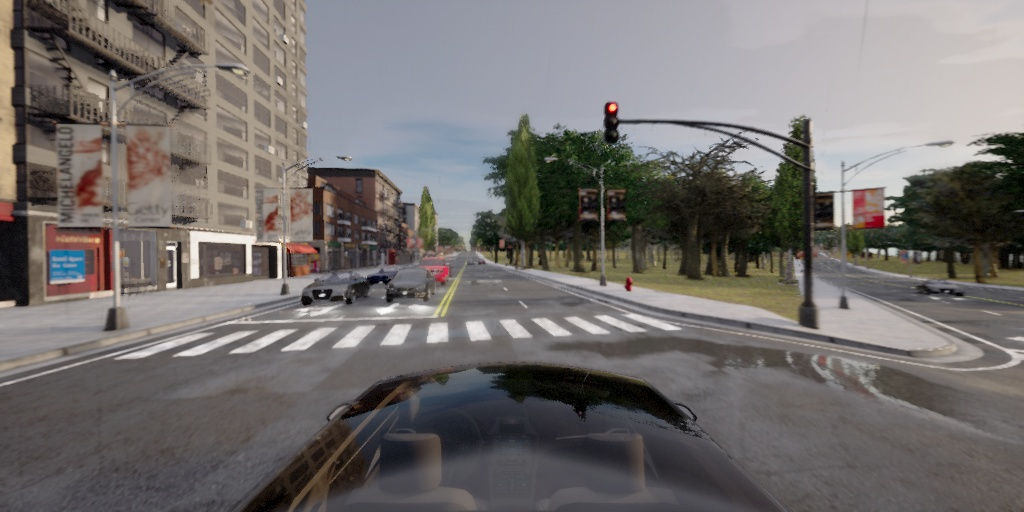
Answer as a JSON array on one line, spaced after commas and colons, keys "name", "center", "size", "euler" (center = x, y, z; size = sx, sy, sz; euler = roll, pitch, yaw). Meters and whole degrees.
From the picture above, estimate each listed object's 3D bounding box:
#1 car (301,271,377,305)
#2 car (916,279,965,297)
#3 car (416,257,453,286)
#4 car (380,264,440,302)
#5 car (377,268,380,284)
[{"name": "car", "center": [-7.983, 1.423, 16.633], "size": [1.994, 1.385, 4.181], "euler": [-1, 0, -7]}, {"name": "car", "center": [35.361, 2.632, 29.721], "size": [1.994, 1.385, 4.181], "euler": [0, -1, 38]}, {"name": "car", "center": [-5.955, 1.098, 27.112], "size": [2.150, 2.045, 5.566], "euler": [-1, 0, -6]}, {"name": "car", "center": [-4.824, 1.331, 17.621], "size": [1.837, 1.490, 4.892], "euler": [-1, 0, -7]}, {"name": "car", "center": [-9.172, 1.512, 26.605], "size": [1.895, 1.301, 4.718], "euler": [-1, 0, -6]}]
